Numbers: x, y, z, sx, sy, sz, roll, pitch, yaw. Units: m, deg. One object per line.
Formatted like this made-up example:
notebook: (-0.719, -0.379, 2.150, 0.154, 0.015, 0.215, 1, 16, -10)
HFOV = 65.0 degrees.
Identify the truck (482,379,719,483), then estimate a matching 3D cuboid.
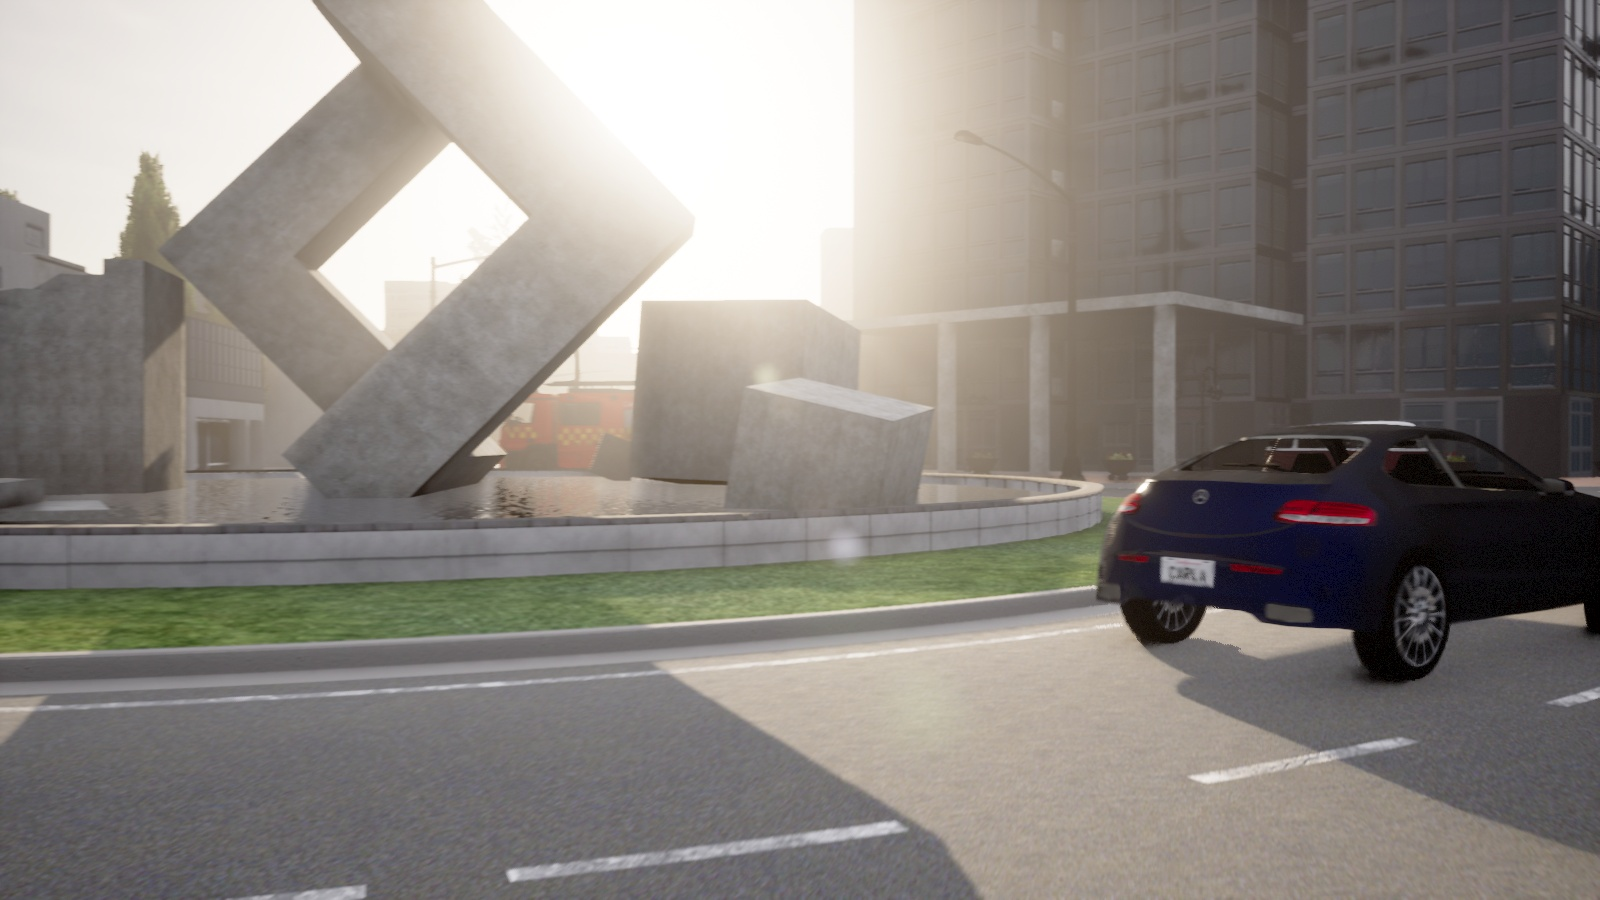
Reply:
truck: (-7.546, -0.715, 47.999, 8.468, 3.827, 2.891, 0, 0, 8)

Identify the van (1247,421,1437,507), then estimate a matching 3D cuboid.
van: (13.769, 0.315, 32.234, 2.069, 2.038, 4.480, 0, 0, -17)

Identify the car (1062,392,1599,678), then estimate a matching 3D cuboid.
car: (4.525, 0.480, 9.636, 5.027, 1.651, 2.152, 0, 0, -37)
